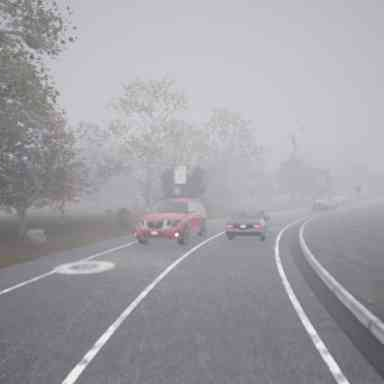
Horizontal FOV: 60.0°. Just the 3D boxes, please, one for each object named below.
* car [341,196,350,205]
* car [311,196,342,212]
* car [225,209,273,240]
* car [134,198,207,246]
[{"bbox_3d":[22.385,1.427,50.775,4.674,1.442,1.812,-3,-2,-42],"label":"car"},{"bbox_3d":[15.555,1.518,39.078,1.812,1.442,4.674,-5,-2,40],"label":"car"},{"bbox_3d":[3.094,1.607,17.348,2.033,1.411,5.357,-1,-1,18],"label":"car"},{"bbox_3d":[-0.814,1.338,16.253,2.150,2.045,5.566,-1,-1,16],"label":"car"}]
